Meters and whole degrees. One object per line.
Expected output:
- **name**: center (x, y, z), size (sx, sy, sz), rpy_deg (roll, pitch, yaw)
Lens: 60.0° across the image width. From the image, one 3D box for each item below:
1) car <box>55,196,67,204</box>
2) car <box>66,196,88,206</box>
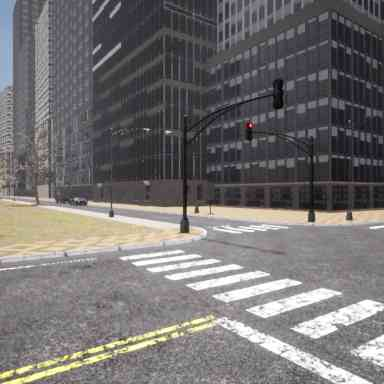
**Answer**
- **car**: center (-24.665, 1.510, 63.496), size (1.837, 1.490, 4.892), rpy_deg (0, 0, -35)
- **car**: center (-18.870, 1.601, 55.232), size (1.895, 1.301, 4.718), rpy_deg (0, 0, -35)
